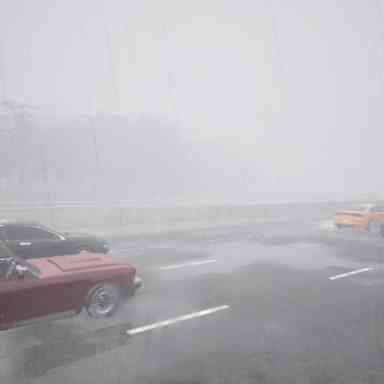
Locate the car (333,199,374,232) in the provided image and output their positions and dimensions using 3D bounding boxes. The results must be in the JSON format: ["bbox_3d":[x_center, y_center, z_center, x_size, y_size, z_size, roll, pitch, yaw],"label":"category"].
[{"bbox_3d":[10.432,1.433,19.736,5.008,1.535,1.882,0,0,-35],"label":"car"}]

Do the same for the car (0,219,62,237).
[{"bbox_3d":[-4.699,1.501,8.987,4.892,1.490,1.837,0,0,-35],"label":"car"}]

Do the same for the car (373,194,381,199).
[{"bbox_3d":[31.018,1.410,51.841,5.357,1.411,2.033,0,0,-35],"label":"car"}]

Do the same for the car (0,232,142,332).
[{"bbox_3d":[-3.307,1.599,5.684,4.718,1.301,1.895,0,0,-35],"label":"car"}]

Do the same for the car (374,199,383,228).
[{"bbox_3d":[10.988,1.312,15.838,4.553,1.767,2.097,0,0,-35],"label":"car"}]

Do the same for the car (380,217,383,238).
[{"bbox_3d":[7.592,1.466,9.257,4.902,1.511,2.128,0,0,-35],"label":"car"}]

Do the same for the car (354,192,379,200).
[{"bbox_3d":[28.892,1.084,54.619,5.566,2.045,2.150,0,0,-35],"label":"car"}]
